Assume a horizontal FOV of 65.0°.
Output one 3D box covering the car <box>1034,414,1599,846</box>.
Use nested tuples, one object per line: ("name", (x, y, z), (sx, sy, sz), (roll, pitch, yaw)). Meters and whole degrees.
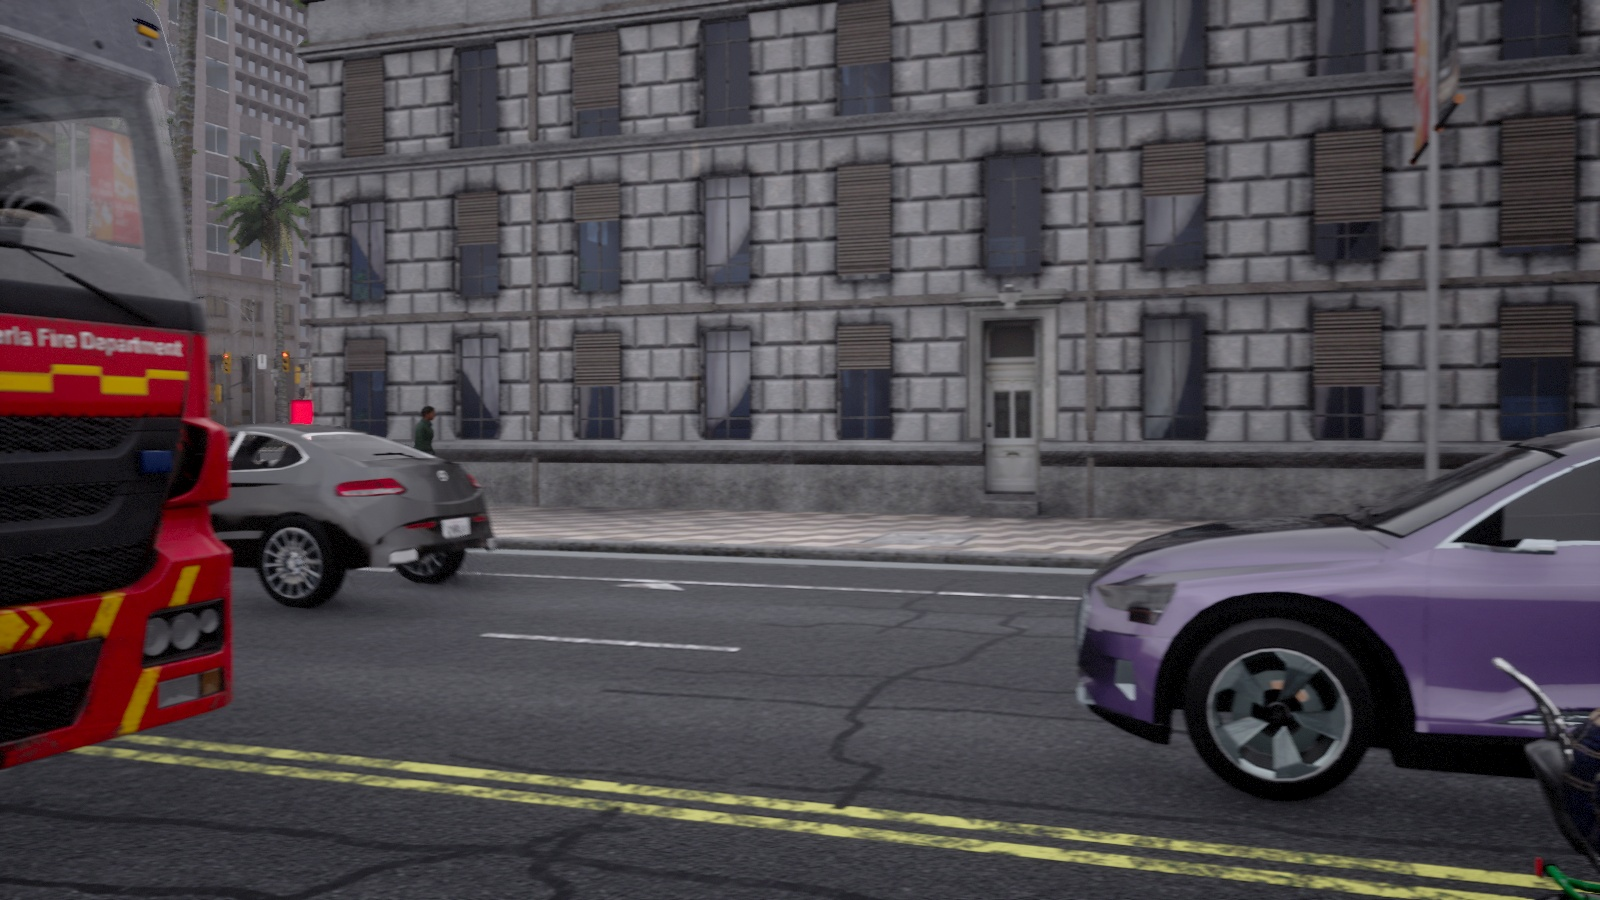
("car", (3.661, 0.681, 5.664), (4.856, 1.649, 2.033), (1, 1, 19))

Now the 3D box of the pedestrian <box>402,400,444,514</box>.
("pedestrian", (-6.167, 0.107, 20.552), (0.614, 1.847, 0.353), (0, 1, -7))

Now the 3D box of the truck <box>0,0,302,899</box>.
("truck", (-6.649, -0.471, 5.529), (8.468, 3.827, 2.891), (1, 1, 19))

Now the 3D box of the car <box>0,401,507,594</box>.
("car", (-5.705, 0.364, 12.597), (5.027, 1.651, 2.152), (1, 1, 20))

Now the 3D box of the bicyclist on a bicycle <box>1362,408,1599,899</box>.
("bicyclist on a bicycle", (1.979, 0.731, 2.476), (1.509, 1.612, 0.866), (1, 1, 19))
